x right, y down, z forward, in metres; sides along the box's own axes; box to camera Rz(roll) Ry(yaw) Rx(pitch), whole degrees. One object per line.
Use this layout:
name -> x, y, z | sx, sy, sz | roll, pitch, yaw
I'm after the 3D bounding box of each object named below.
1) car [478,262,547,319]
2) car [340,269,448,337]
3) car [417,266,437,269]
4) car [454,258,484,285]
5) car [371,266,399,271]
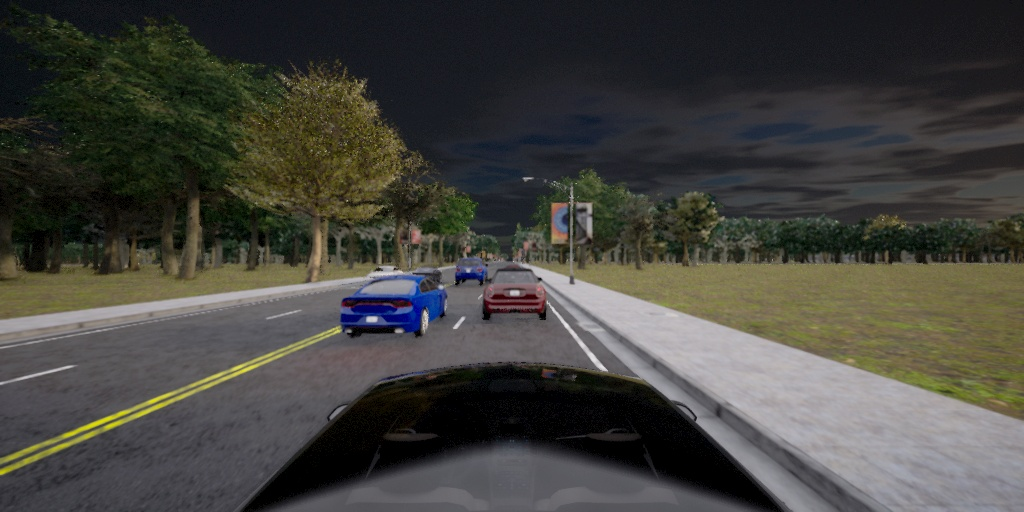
car -> 0.091, 1.197, 13.367 | 2.097, 1.767, 4.553 | 0, 0, 0
car -> -3.160, 1.300, 10.577 | 1.882, 1.535, 5.008 | 0, 0, 0
car -> -6.611, 1.513, 27.554 | 2.033, 1.411, 5.357 | 0, 0, 0
car -> -3.162, 1.196, 28.705 | 2.150, 2.045, 5.566 | 0, -1, 0
car -> -9.858, 1.496, 28.079 | 1.812, 1.442, 4.674 | 0, -1, 0
